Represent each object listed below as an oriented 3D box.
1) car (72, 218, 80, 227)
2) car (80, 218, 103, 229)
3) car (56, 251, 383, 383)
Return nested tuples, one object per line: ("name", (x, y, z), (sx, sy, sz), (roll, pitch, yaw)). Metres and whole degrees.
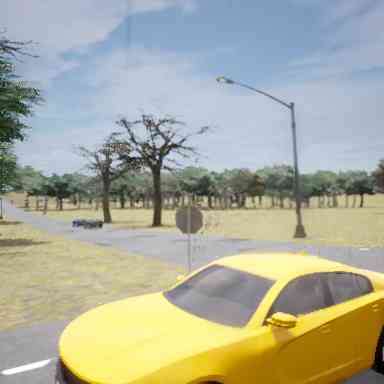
("car", (-19.505, 5.245, 58.088), (1.882, 1.535, 5.008), (0, -3, -32))
("car", (-15.260, 4.845, 51.422), (1.882, 1.535, 5.008), (-1, -3, -32))
("car", (0.919, 1.593, 4.331), (5.008, 1.535, 1.882), (2, -2, -33))
